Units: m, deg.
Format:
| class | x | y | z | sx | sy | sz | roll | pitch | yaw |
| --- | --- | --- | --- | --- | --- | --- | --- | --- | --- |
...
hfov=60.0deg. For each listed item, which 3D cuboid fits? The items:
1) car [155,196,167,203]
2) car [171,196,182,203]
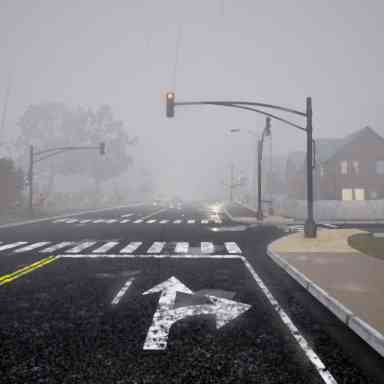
| class | x | y | z | sx | sy | sz | roll | pitch | yaw |
| --- | --- | --- | --- | --- | --- | --- | --- | --- | --- |
| car | -6.328 | 1.497 | 68.207 | 1.882 | 1.535 | 5.008 | 0 | 0 | 5 |
| car | -3.094 | 1.536 | 67.889 | 1.812 | 1.442 | 4.674 | 0 | 0 | 5 |
